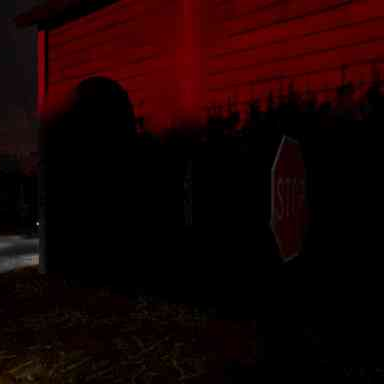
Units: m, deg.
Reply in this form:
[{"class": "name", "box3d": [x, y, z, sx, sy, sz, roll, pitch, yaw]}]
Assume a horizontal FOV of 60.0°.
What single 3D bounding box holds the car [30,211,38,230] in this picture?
[{"class": "car", "box3d": [-6.089, 1.210, 18.742, 2.150, 2.045, 5.566, 0, 0, 34]}]
